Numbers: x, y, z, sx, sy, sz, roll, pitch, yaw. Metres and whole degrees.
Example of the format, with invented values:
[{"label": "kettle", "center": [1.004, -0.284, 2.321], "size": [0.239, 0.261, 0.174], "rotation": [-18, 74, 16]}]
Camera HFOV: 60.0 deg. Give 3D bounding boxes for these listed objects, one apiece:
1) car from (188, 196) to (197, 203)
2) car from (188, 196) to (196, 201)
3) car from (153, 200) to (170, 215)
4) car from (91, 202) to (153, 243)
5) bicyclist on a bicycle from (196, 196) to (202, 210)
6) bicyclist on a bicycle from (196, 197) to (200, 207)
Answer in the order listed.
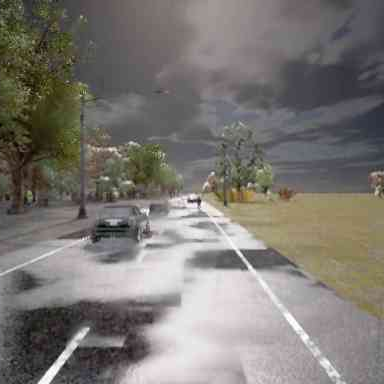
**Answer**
[{"label": "car", "center": [0.010, 1.706, 73.844], "size": [1.994, 1.385, 4.181], "rotation": [0, 0, 0]}, {"label": "car", "center": [0.012, 1.639, 85.395], "size": [1.895, 1.301, 4.718], "rotation": [0, 0, 0]}, {"label": "car", "center": [-3.397, 1.551, 35.600], "size": [1.882, 1.535, 5.008], "rotation": [0, 0, 0]}, {"label": "car", "center": [-3.401, 1.386, 16.538], "size": [2.097, 1.767, 4.553], "rotation": [0, 0, 0]}, {"label": "bicyclist on a bicycle", "center": [0.969, 1.459, 43.095], "size": [0.659, 1.776, 1.843], "rotation": [0, 0, 0]}, {"label": "bicyclist on a bicycle", "center": [0.970, 1.560, 51.874], "size": [0.582, 1.620, 1.656], "rotation": [0, 0, 0]}]
